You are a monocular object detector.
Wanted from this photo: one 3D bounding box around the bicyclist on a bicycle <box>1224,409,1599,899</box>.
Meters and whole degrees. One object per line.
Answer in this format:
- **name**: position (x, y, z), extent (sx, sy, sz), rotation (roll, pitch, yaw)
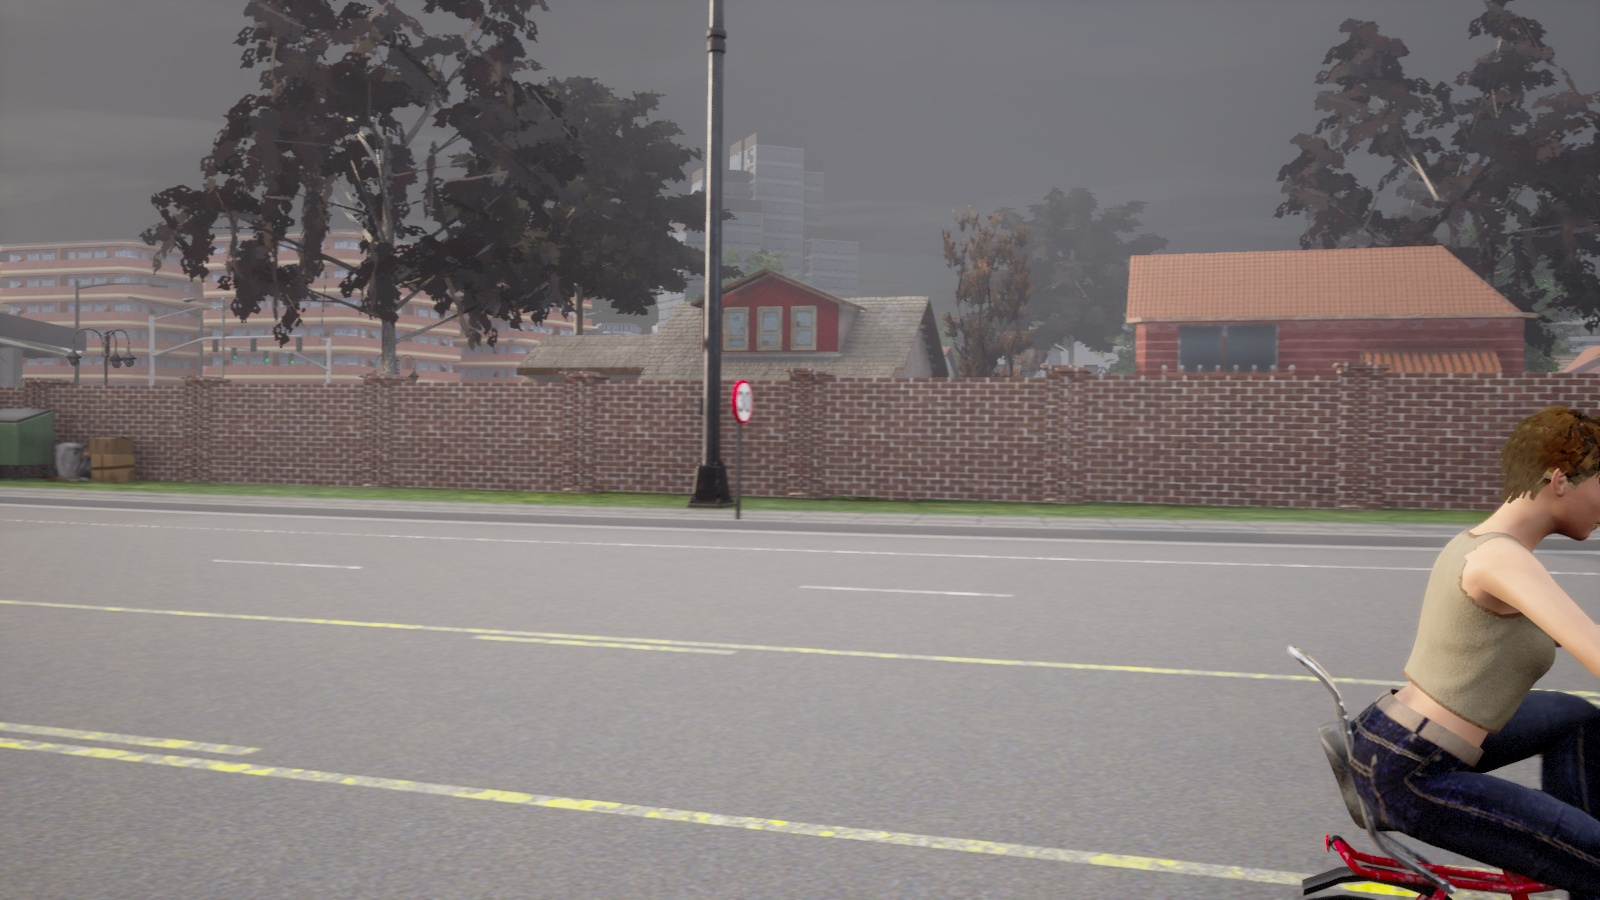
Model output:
- **bicyclist on a bicycle**: position (1.689, 0.727, 2.620), extent (1.509, 1.612, 0.866), rotation (1, 1, 18)
